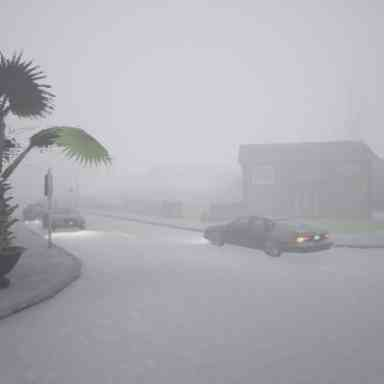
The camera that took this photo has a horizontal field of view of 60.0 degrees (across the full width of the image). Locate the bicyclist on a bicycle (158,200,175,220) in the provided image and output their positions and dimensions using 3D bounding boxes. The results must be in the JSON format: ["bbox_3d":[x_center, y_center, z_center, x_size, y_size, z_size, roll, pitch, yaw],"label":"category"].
[{"bbox_3d":[-2.108,1.468,27.327,1.656,1.620,0.582,-1,0,-34],"label":"bicyclist on a bicycle"}]

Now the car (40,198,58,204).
[{"bbox_3d":[-20.512,1.650,46.913,2.097,1.767,4.553,0,0,-37],"label":"car"}]

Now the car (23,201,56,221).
[{"bbox_3d":[-13.876,1.759,29.860,1.994,1.385,4.181,0,0,-33],"label":"car"}]

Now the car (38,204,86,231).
[{"bbox_3d":[-8.344,1.696,21.549,1.994,1.385,4.181,0,0,-34],"label":"car"}]

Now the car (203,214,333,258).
[{"bbox_3d":[2.695,1.585,13.114,2.033,1.411,5.357,0,0,-36],"label":"car"}]
